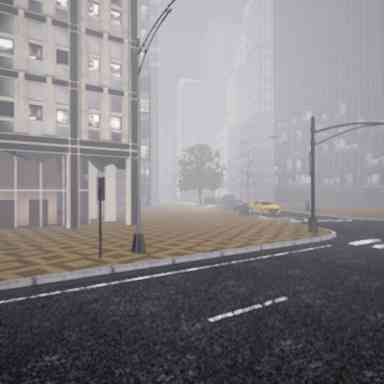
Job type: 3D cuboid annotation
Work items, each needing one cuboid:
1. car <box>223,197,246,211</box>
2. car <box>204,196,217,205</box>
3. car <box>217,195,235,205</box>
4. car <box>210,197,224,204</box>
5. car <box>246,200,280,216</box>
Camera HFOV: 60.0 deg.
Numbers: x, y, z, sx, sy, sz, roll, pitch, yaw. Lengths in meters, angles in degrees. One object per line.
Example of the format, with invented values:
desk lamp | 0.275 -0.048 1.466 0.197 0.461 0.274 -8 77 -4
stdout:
car | 6.145 1.734 45.209 2.033 1.411 5.357 0 0 -8
car | 3.638 1.670 64.567 2.097 1.767 4.553 0 0 -7
car | 6.835 1.523 63.506 2.150 2.045 5.566 0 0 -8
car | 5.467 1.812 73.800 2.033 1.411 5.357 0 0 -8
car | 7.550 1.596 34.654 1.882 1.535 5.008 0 0 -8
